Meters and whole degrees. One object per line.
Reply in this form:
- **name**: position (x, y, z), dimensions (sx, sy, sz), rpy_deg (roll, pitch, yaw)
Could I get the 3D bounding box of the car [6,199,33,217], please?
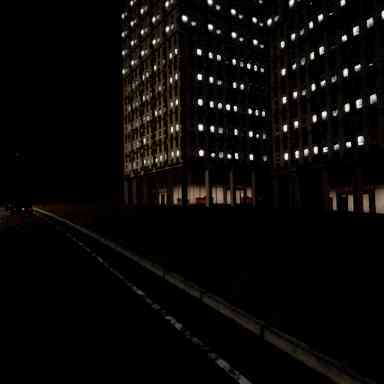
- **car**: position (-16.689, 1.621, 32.523), dimensions (2.033, 1.411, 5.357), rpy_deg (0, 0, -30)
